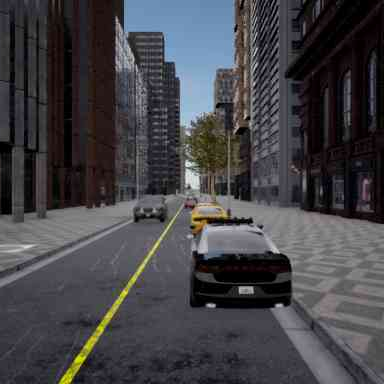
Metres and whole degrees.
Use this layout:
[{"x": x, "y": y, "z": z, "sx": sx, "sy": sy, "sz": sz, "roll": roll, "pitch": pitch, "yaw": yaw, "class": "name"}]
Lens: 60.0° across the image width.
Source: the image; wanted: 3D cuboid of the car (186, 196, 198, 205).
[{"x": -0.006, "y": 1.476, "z": 58.551, "sx": 1.882, "sy": 1.535, "sz": 5.008, "roll": 0, "pitch": 0, "yaw": 0, "class": "car"}]

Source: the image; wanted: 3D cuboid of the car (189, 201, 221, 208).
[{"x": 0.898, "y": 1.478, "z": 17.998, "sx": 1.882, "sy": 1.535, "sz": 5.008, "roll": 0, "pitch": 0, "yaw": 0, "class": "car"}]

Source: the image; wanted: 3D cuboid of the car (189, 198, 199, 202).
[{"x": 0.897, "y": 1.455, "z": 24.189, "sx": 1.801, "sy": 1.575, "sz": 5.366, "roll": 0, "pitch": 0, "yaw": 0, "class": "car"}]

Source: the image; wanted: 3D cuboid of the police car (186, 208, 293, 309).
[{"x": 0.899, "y": 1.425, "z": 8.108, "sx": 1.930, "sy": 1.638, "sz": 5.238, "roll": 0, "pitch": 0, "yaw": 0, "class": "police car"}]

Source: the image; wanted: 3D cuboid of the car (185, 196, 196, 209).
[{"x": 0.014, "y": 1.564, "z": 45.944, "sx": 1.994, "sy": 1.385, "sz": 4.181, "roll": 0, "pitch": 0, "yaw": 1, "class": "car"}]

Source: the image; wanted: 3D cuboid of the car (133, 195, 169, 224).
[{"x": -3.002, "y": 1.222, "z": 25.406, "sx": 2.150, "sy": 2.045, "sz": 5.566, "roll": 0, "pitch": 0, "yaw": 0, "class": "car"}]
